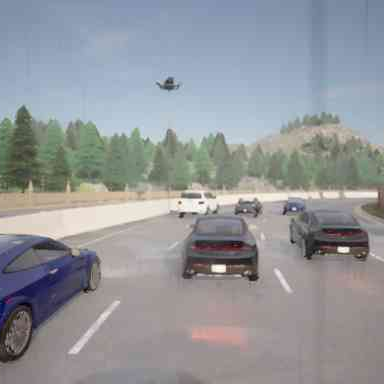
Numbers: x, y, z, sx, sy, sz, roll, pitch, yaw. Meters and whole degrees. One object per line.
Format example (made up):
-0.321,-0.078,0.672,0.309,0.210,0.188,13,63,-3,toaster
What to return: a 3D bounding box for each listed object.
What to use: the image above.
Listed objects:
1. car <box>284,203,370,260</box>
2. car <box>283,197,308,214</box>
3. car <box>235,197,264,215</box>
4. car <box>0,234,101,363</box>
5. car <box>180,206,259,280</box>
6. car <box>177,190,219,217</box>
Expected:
4.667,1.365,11.868,1.837,1.490,4.892,0,1,8,car
9.042,1.179,29.071,1.812,1.442,4.674,0,1,20,car
4.700,1.154,27.186,2.128,1.511,4.902,0,1,17,car
-3.065,1.440,5.655,1.812,1.442,4.674,0,1,3,car
0.840,1.382,9.613,1.837,1.490,4.892,0,1,6,car
0.580,0.888,25.804,2.150,2.045,5.566,0,1,16,car
